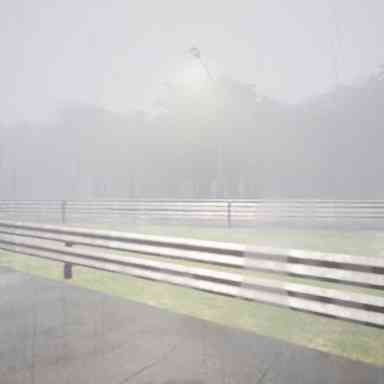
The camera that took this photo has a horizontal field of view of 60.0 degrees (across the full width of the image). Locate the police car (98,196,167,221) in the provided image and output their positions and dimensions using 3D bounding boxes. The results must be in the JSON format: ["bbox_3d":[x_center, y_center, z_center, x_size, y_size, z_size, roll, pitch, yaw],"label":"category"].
[{"bbox_3d":[-4.384,1.141,24.009,5.238,1.638,1.930,0,0,19],"label":"police car"}]
